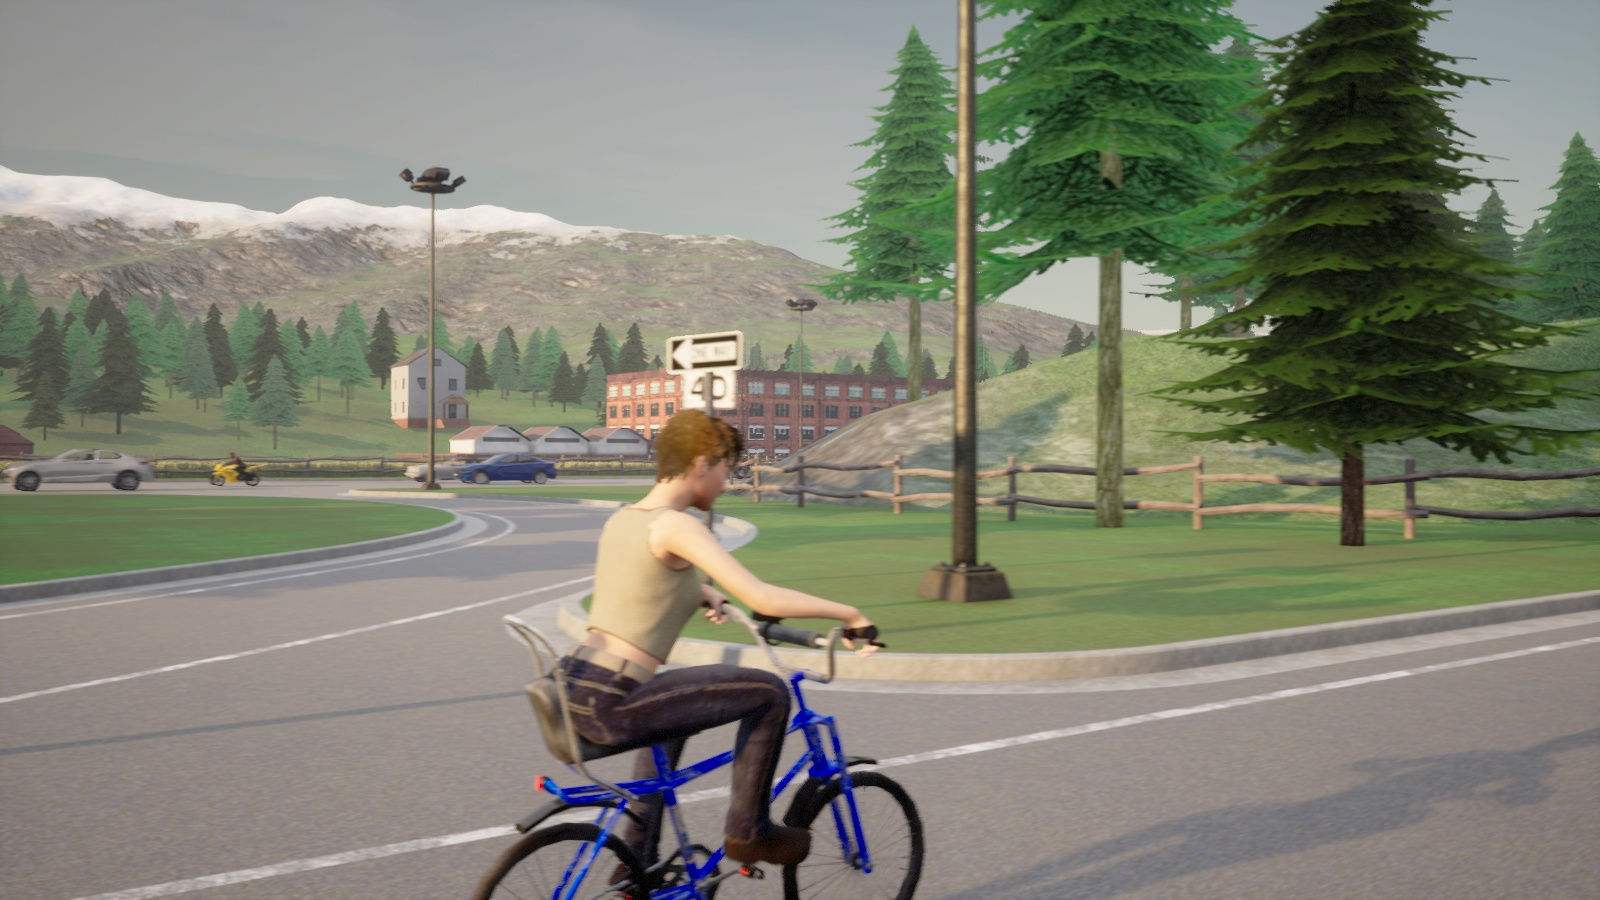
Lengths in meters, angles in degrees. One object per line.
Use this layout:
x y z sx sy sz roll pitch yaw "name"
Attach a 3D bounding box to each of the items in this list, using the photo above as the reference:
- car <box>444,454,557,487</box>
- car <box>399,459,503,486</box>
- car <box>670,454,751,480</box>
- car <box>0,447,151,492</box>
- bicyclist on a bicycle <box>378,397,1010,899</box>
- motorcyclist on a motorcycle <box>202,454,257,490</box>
-14.566 0.975 61.259 5.008 1.535 1.882 0 0 -35 "car"
-17.602 1.105 63.414 4.718 1.301 1.895 0 0 -35 "car"
-5.415 1.010 76.101 4.514 1.525 2.007 0 0 -35 "car"
-27.711 0.714 47.908 5.027 1.651 2.152 0 0 -35 "car"
-0.276 0.695 3.472 1.509 1.612 0.866 0 0 -35 "bicyclist on a bicycle"
-24.649 0.945 54.282 2.044 1.523 0.797 0 0 -35 "motorcyclist on a motorcycle"
